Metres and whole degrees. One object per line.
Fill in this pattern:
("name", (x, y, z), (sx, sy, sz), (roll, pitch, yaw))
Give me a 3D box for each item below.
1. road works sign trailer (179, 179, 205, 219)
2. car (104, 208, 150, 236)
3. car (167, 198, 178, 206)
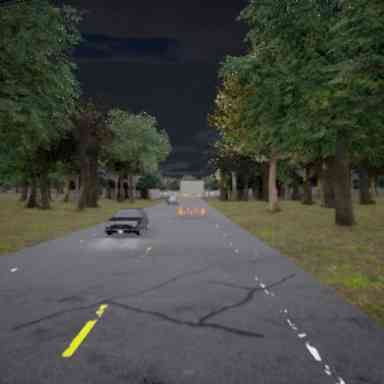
("road works sign trailer", (0.001, 0.599, 31.105), (2.380, 3.560, 2.880), (0, 0, 0))
("car", (-3.598, 1.640, 19.440), (2.033, 1.411, 5.357), (0, 0, 0))
("car", (-3.530, 1.743, 60.277), (1.812, 1.442, 4.674), (0, 0, 1))
